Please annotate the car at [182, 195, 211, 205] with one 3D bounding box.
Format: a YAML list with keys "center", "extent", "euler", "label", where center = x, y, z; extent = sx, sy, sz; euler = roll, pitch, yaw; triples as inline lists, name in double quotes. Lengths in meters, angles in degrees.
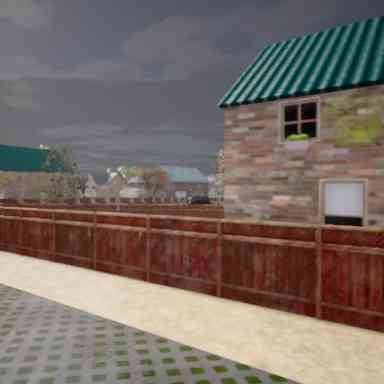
- center: [0.801, 1.546, 51.931]
  extent: [2.150, 2.045, 5.566]
  euler: [1, 0, 35]
  label: "car"
